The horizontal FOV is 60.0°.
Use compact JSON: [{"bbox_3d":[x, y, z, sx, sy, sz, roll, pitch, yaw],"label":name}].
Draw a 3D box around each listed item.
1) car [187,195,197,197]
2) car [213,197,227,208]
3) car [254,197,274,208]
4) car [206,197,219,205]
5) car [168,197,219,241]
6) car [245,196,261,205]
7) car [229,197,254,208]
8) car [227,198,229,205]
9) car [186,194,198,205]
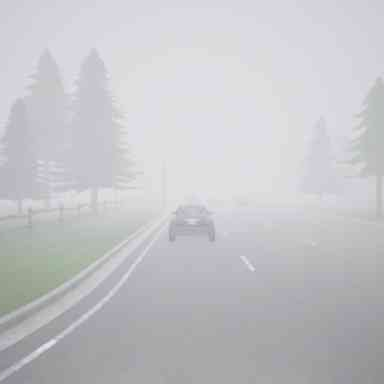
[{"bbox_3d":[-0.001,1.283,47.552,2.097,1.767,4.553,0,0,0],"label":"car"},{"bbox_3d":[3.499,1.495,47.582,1.994,1.385,4.181,0,0,0],"label":"car"},{"bbox_3d":[10.499,1.457,47.582,1.812,1.442,4.674,0,0,0],"label":"car"},{"bbox_3d":[3.498,1.517,57.615,1.895,1.301,4.718,0,0,0],"label":"car"},{"bbox_3d":[-0.001,1.328,16.515,2.097,1.767,4.553,0,0,0],"label":"car"},{"bbox_3d":[10.498,1.480,57.585,1.994,1.385,4.181,0,0,0],"label":"car"},{"bbox_3d":[6.999,1.479,47.165,2.033,1.411,5.357,0,0,0],"label":"car"},{"bbox_3d":[6.998,1.480,57.585,1.994,1.385,4.181,0,0,0],"label":"car"},{"bbox_3d":[-0.002,1.269,57.555,2.097,1.767,4.553,0,0,0],"label":"car"}]
